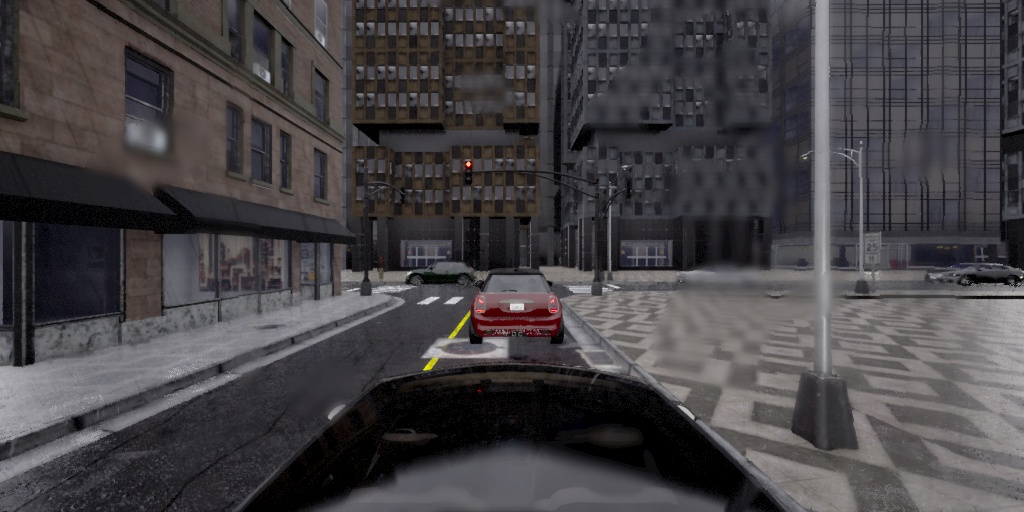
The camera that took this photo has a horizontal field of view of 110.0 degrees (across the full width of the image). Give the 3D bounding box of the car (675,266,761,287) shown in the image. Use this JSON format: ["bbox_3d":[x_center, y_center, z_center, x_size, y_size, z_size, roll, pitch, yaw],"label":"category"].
[{"bbox_3d":[13.431,1.329,23.635,4.718,1.301,1.895,0,0,1],"label":"car"}]

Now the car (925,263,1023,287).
[{"bbox_3d":[30.098,1.198,23.444,4.902,1.511,2.128,0,0,1],"label":"car"}]

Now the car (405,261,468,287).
[{"bbox_3d":[-4.693,1.106,23.834,4.553,1.767,2.097,0,0,1],"label":"car"}]

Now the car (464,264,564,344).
[{"bbox_3d":[0.068,1.102,9.743,2.097,1.767,4.553,0,0,-1],"label":"car"}]

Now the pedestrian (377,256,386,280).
[{"bbox_3d":[-9.839,0.902,26.925,0.375,1.860,0.375,0,0,1],"label":"pedestrian"}]
